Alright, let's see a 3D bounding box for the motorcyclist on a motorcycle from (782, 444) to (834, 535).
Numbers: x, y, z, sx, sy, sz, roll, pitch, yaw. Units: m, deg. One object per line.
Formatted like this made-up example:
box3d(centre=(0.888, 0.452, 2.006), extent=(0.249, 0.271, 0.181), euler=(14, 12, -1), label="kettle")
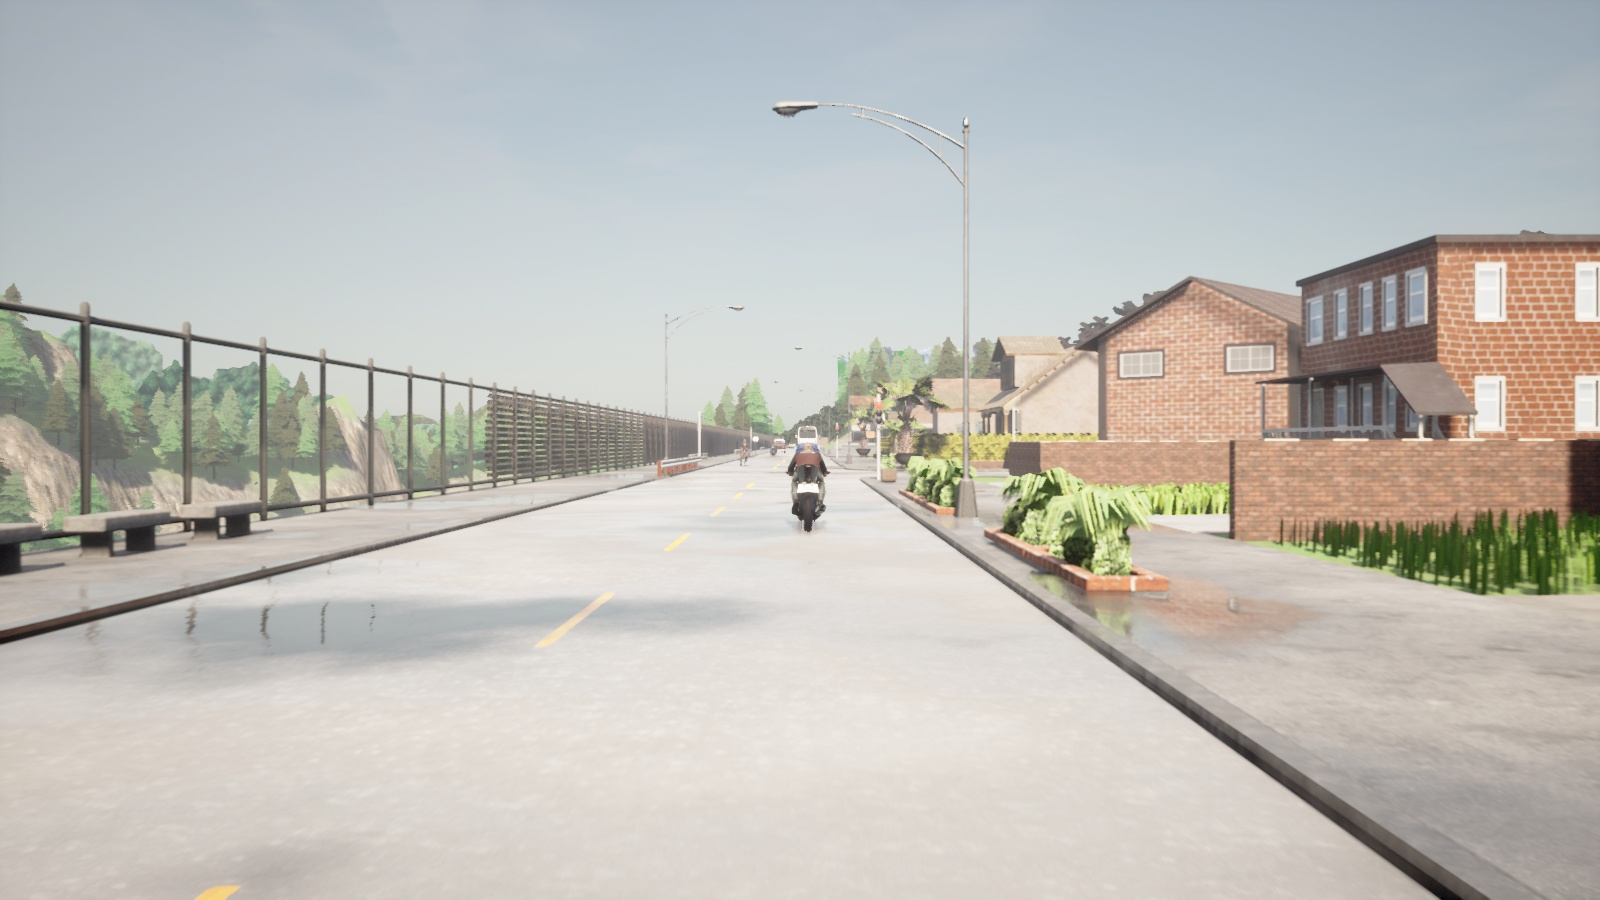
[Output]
box3d(centre=(0.141, 0.657, 22.162), extent=(0.866, 1.530, 2.191), euler=(0, 0, 0), label="motorcyclist on a motorcycle")
